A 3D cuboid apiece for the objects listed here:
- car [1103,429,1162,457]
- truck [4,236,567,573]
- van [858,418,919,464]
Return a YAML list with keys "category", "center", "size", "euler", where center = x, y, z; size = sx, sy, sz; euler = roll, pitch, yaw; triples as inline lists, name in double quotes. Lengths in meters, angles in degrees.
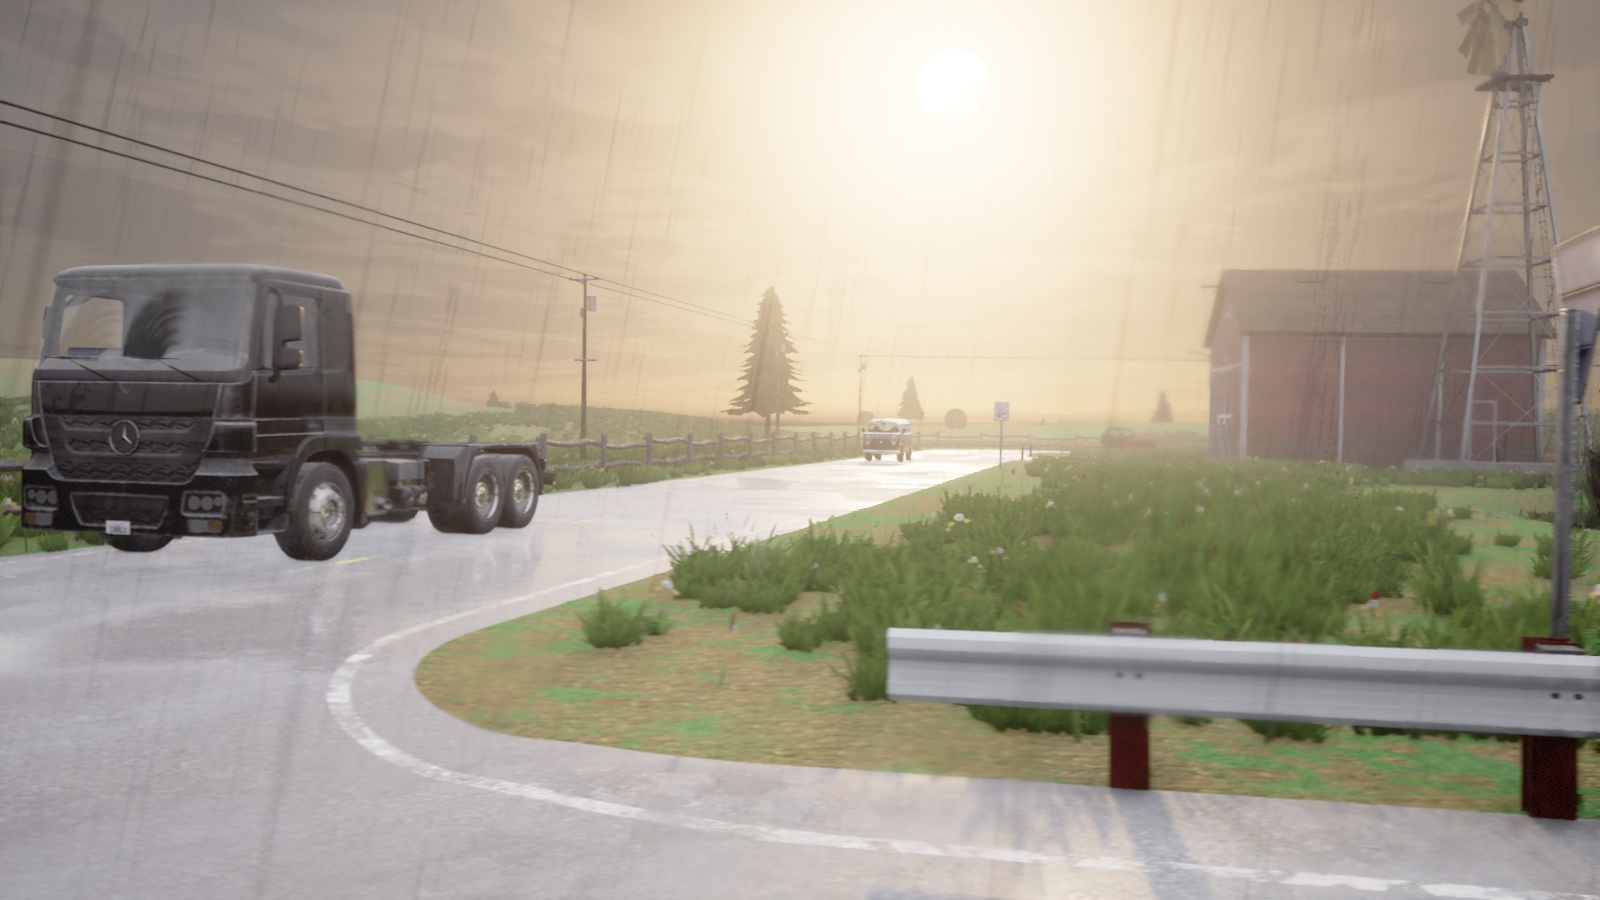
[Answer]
- category: "car"
  center: [23.881, -0.517, 90.364]
  size: [3.866, 1.878, 1.905]
  euler: [2, 1, 8]
- category: "truck"
  center: [-6.239, -0.556, 17.118]
  size: [2.891, 3.462, 7.936]
  euler: [2, 1, 14]
- category: "van"
  center: [4.231, -0.465, 59.502]
  size: [2.069, 2.038, 4.480]
  euler: [2, 1, 14]
